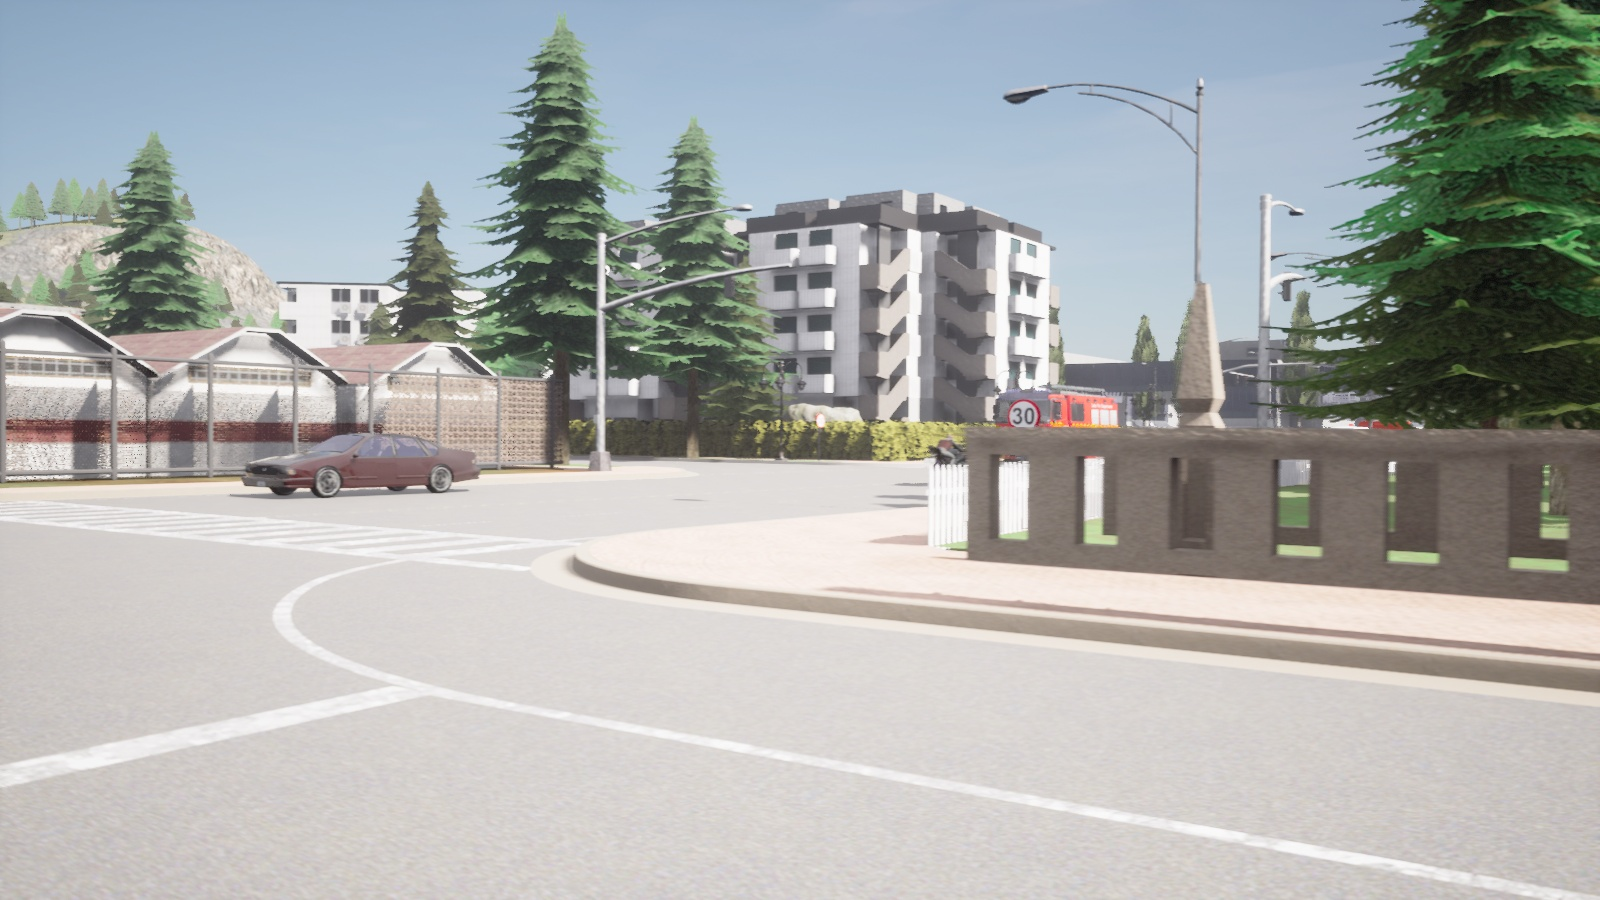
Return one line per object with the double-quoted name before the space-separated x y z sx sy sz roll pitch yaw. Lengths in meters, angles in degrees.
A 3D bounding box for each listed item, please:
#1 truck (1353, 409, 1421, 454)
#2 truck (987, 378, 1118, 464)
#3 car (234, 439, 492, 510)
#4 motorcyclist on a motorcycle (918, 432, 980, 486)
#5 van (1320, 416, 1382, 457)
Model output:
"truck" 33.624 -1.041 71.830 2.627 2.467 5.204 0 1 35
"truck" 12.174 -1.349 59.754 2.891 3.827 8.468 0 1 35
"car" -9.838 0.492 28.737 2.033 1.411 5.357 0 1 35
"motorcyclist on a motorcycle" 4.369 0.236 36.660 0.866 1.530 2.191 0 1 35
"van" 28.218 -0.678 64.208 2.069 2.038 4.480 0 1 35
